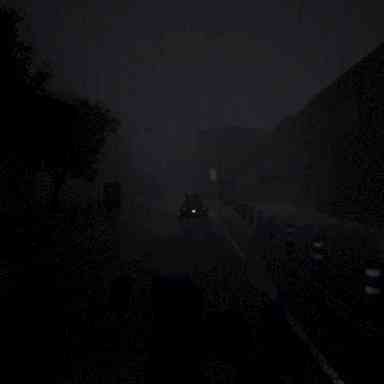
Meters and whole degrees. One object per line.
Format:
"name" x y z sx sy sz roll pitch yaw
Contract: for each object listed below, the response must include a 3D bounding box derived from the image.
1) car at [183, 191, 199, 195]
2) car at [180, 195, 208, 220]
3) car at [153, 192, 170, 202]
"car" -0.121 0.658 41.480 1.882 1.535 5.008 0 1 -3
"car" 0.119 1.209 24.580 1.994 1.385 4.181 0 2 0
"car" -4.162 0.640 45.360 1.994 1.385 4.181 0 1 -13
